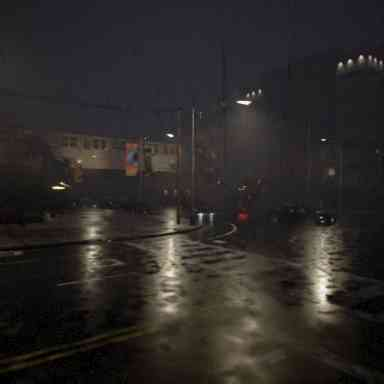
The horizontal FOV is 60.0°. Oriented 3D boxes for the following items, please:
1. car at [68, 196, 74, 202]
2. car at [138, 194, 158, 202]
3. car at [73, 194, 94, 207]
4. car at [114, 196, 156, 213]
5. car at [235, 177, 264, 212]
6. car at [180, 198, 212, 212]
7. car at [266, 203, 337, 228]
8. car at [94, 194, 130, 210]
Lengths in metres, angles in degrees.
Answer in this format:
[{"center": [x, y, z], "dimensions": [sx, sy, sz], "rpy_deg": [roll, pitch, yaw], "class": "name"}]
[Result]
[{"center": [-23.346, 1.483, 66.257], "dimensions": [1.882, 1.535, 5.008], "rpy_deg": [0, 0, -35], "class": "car"}, {"center": [-9.064, 1.604, 69.576], "dimensions": [1.895, 1.301, 4.718], "rpy_deg": [0, 0, -35], "class": "car"}, {"center": [-16.319, 1.485, 50.778], "dimensions": [2.231, 1.521, 4.892], "rpy_deg": [0, 0, -25], "class": "car"}, {"center": [-6.360, 1.484, 36.753], "dimensions": [2.097, 1.535, 5.008], "rpy_deg": [0, 0, -35], "class": "car"}, {"center": [6.386, 0.308, 35.816], "dimensions": [1.837, 1.490, 4.892], "rpy_deg": [-24, 19, 49], "class": "car"}, {"center": [0.291, 1.508, 38.242], "dimensions": [1.837, 1.490, 4.892], "rpy_deg": [0, 1, -35], "class": "car"}, {"center": [7.235, 1.512, 22.411], "dimensions": [1.837, 1.490, 4.892], "rpy_deg": [0, -1, -35], "class": "car"}, {"center": [-10.162, 1.359, 41.935], "dimensions": [2.185, 1.767, 4.553], "rpy_deg": [0, 0, -35], "class": "car"}]
